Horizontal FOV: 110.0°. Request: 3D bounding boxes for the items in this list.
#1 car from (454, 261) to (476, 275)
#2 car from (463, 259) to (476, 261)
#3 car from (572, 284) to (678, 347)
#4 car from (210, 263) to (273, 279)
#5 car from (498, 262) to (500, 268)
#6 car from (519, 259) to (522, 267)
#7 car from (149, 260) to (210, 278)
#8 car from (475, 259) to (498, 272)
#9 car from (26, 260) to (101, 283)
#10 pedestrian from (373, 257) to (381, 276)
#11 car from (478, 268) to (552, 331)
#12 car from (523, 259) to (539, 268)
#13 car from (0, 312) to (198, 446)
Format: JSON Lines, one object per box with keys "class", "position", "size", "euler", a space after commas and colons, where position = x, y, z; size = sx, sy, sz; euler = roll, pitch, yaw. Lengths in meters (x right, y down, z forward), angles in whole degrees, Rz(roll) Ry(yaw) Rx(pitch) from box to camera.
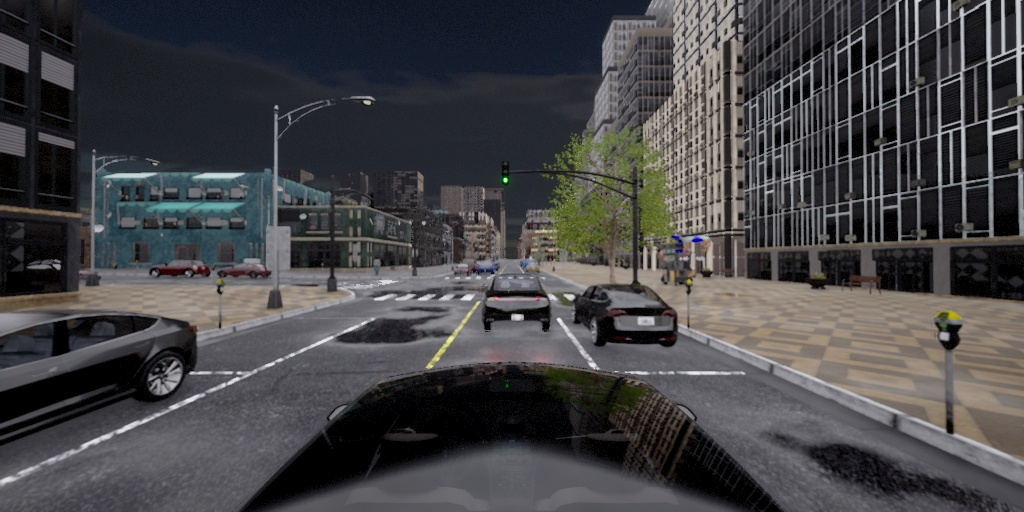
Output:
{"class": "car", "position": [-5.664, 1.537, 41.767], "size": [1.802, 1.307, 4.207], "euler": [0, 0, 0]}
{"class": "car", "position": [-5.661, 1.298, 47.318], "size": [2.192, 1.841, 5.009], "euler": [0, 0, 0]}
{"class": "car", "position": [2.695, 1.354, 9.286], "size": [1.948, 1.339, 4.313], "euler": [0, 0, 0]}
{"class": "car", "position": [-22.803, 1.237, 30.693], "size": [4.207, 1.307, 1.802], "euler": [0, 0, -1]}
{"class": "car", "position": [-3.046, 1.578, 53.293], "size": [1.994, 1.385, 4.181], "euler": [0, 0, 1]}
{"class": "car", "position": [2.730, 1.619, 63.968], "size": [2.007, 1.370, 4.403], "euler": [0, 0, 0]}
{"class": "car", "position": [-28.351, 1.026, 30.619], "size": [4.097, 1.591, 1.967], "euler": [0, 0, -1]}
{"class": "car", "position": [-3.074, 1.441, 43.443], "size": [1.882, 1.535, 5.008], "euler": [0, 0, 0]}
{"class": "car", "position": [-28.238, 1.085, 22.240], "size": [4.207, 1.307, 1.802], "euler": [0, 0, -1]}
{"class": "pedestrian", "position": [-12.729, 0.951, 33.783], "size": [0.375, 1.860, 0.375], "euler": [0, -1, -1]}
{"class": "car", "position": [0.110, 1.291, 11.202], "size": [2.128, 1.511, 4.902], "euler": [0, 0, -1]}
{"class": "car", "position": [2.720, 1.508, 47.485], "size": [1.751, 1.417, 4.829], "euler": [0, 0, 0]}
{"class": "car", "position": [-5.688, 1.326, 3.752], "size": [1.948, 1.339, 4.313], "euler": [0, 0, 0]}
